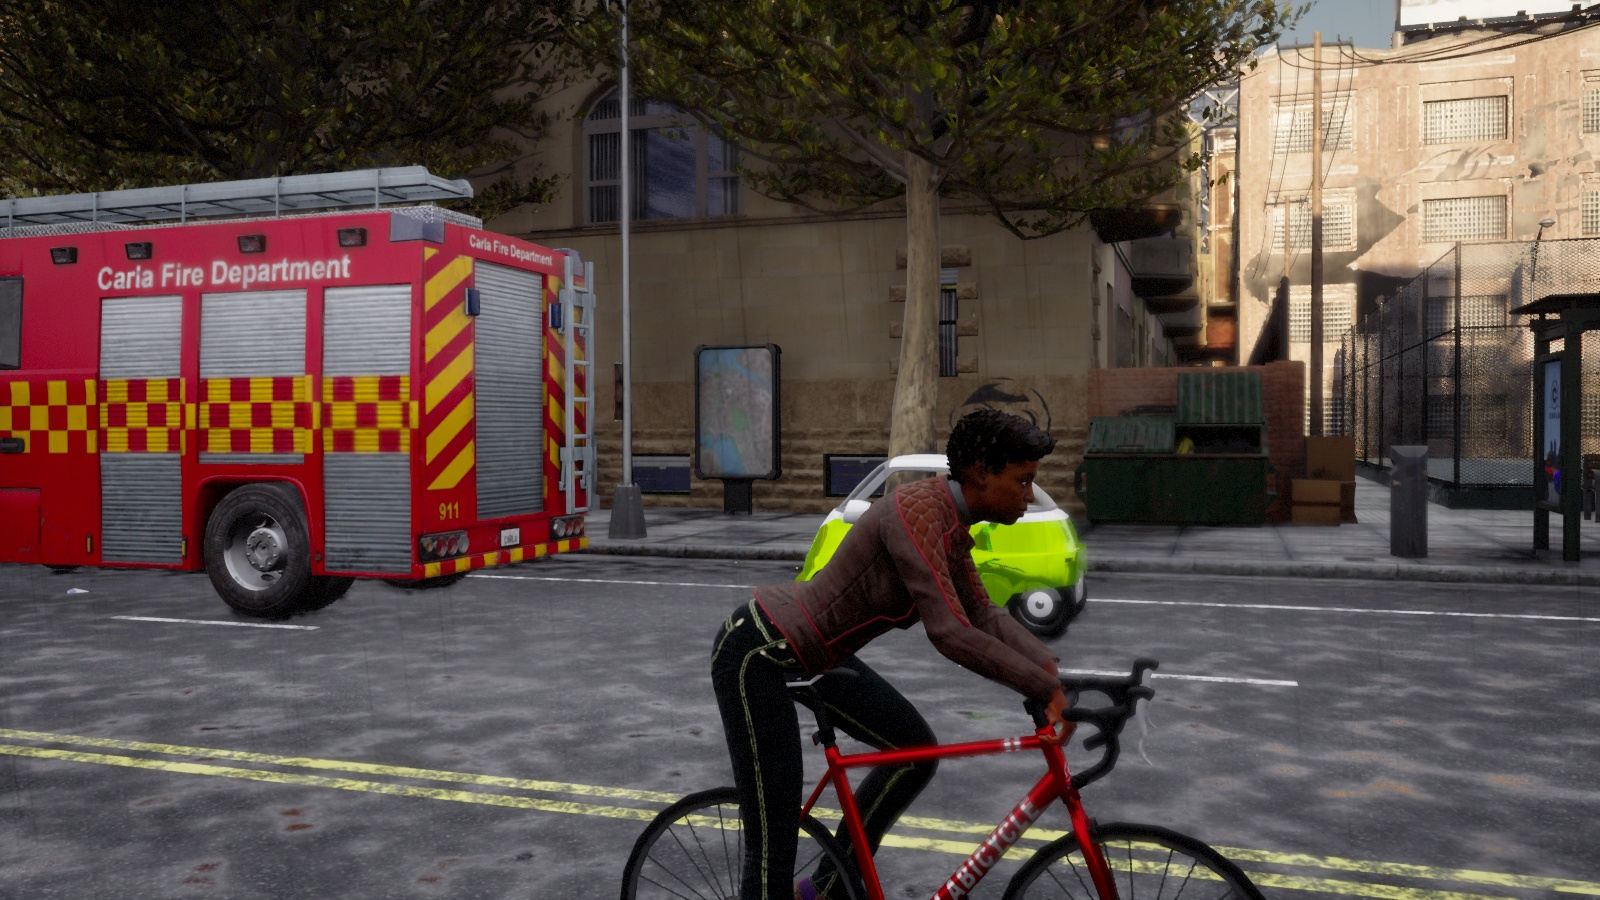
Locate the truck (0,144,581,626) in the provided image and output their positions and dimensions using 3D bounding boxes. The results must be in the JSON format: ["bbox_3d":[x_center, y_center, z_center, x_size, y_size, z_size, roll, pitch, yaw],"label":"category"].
[{"bbox_3d":[-6.695,-0.566,12.681,8.468,3.827,2.891,1,1,19],"label":"truck"}]

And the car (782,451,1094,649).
[{"bbox_3d":[1.153,0.723,10.141,2.207,1.376,1.481,1,1,19],"label":"car"}]

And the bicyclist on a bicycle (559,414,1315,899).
[{"bbox_3d":[0.305,0.732,3.021,1.656,1.620,0.582,1,1,17],"label":"bicyclist on a bicycle"}]
